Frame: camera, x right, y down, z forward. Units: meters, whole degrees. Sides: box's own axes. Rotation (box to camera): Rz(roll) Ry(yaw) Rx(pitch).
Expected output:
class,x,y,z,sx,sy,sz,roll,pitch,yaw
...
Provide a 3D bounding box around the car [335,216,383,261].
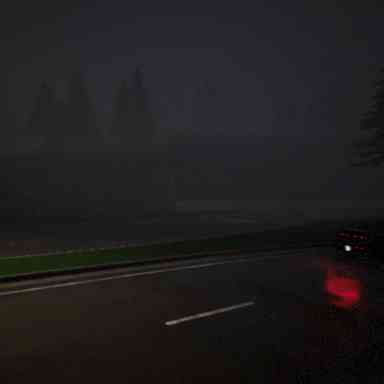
class,x,y,z,sx,sy,sz,roll,pitch,yaw
car,7.504,1.642,12.088,4.892,1.490,1.837,0,0,-21
